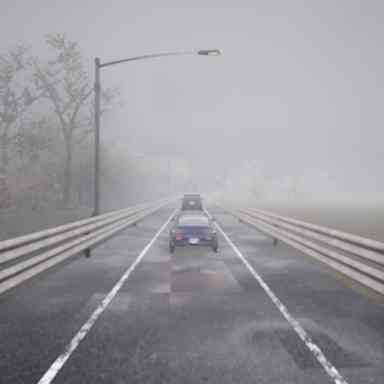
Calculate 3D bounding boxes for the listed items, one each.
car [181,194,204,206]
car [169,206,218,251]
[{"bbox_3d":[0.010,1.217,34.239,2.150,2.045,5.566,0,0,0],"label":"car"},{"bbox_3d":[0.049,1.525,13.880,1.812,1.442,4.674,0,0,0],"label":"car"}]
